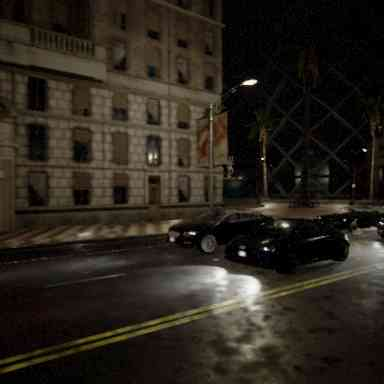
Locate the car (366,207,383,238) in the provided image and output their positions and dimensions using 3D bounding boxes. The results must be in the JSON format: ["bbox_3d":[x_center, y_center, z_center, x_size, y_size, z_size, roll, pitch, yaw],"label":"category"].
[{"bbox_3d":[10.628,1.397,15.624,4.902,1.511,2.128,0,0,-35],"label":"car"}]

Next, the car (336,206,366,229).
[{"bbox_3d":[9.192,1.501,18.886,4.718,1.301,1.895,0,0,-35],"label":"car"}]

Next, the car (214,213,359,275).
[{"bbox_3d":[3.036,1.517,10.372,4.181,1.385,1.994,0,0,-35],"label":"car"}]

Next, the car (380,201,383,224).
[{"bbox_3d":[15.335,1.355,23.034,4.902,1.511,2.128,0,0,-35],"label":"car"}]

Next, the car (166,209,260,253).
[{"bbox_3d":[1.300,1.441,13.427,4.902,1.511,2.128,0,0,-35],"label":"car"}]
